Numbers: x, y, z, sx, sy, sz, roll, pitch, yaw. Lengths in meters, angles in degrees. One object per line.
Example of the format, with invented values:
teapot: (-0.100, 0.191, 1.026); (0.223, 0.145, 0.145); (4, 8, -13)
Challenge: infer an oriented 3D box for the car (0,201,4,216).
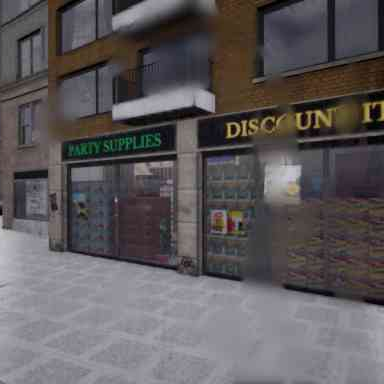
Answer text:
car: (-16.711, 1.352, 26.748); (1.882, 1.535, 5.008); (0, 0, 35)
